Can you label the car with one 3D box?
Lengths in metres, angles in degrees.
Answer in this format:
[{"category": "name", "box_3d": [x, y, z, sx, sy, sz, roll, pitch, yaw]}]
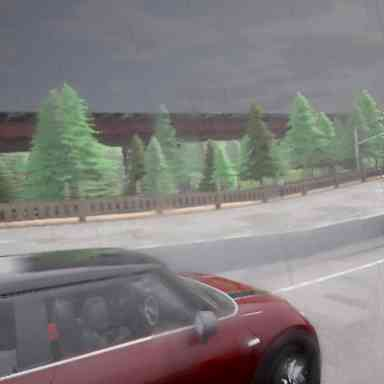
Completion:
[{"category": "car", "box_3d": [-0.807, 1.346, 3.171, 4.553, 1.767, 2.097, -1, 0, -36]}]
